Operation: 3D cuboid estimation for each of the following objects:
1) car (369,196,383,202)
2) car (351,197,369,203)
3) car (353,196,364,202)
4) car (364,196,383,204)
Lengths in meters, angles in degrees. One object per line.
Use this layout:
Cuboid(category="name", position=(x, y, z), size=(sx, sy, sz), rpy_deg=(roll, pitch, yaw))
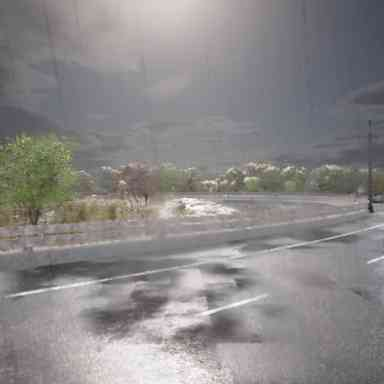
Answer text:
Cuboid(category="car", position=(43.209, 1.599, 77.583), size=(1.837, 1.490, 4.892), rpy_deg=(0, 0, 5))
Cuboid(category="car", position=(39.867, 1.831, 79.219), size=(2.033, 1.411, 5.357), rpy_deg=(0, 0, 5))
Cuboid(category="car", position=(39.695, 1.650, 77.662), size=(1.994, 1.385, 4.181), rpy_deg=(0, 0, 5))
Cuboid(category="car", position=(38.059, 1.770, 68.808), size=(2.033, 1.411, 5.357), rpy_deg=(0, 0, 11))
